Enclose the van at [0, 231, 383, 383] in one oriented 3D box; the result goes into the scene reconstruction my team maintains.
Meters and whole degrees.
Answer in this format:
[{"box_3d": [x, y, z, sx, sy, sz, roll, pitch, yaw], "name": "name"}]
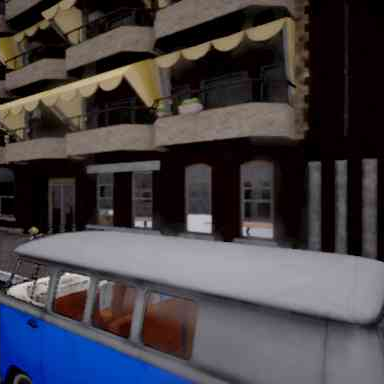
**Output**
[{"box_3d": [-0.228, 1.342, 3.036, 3.998, 1.788, 1.690, 0, 0, 36], "name": "van"}]
